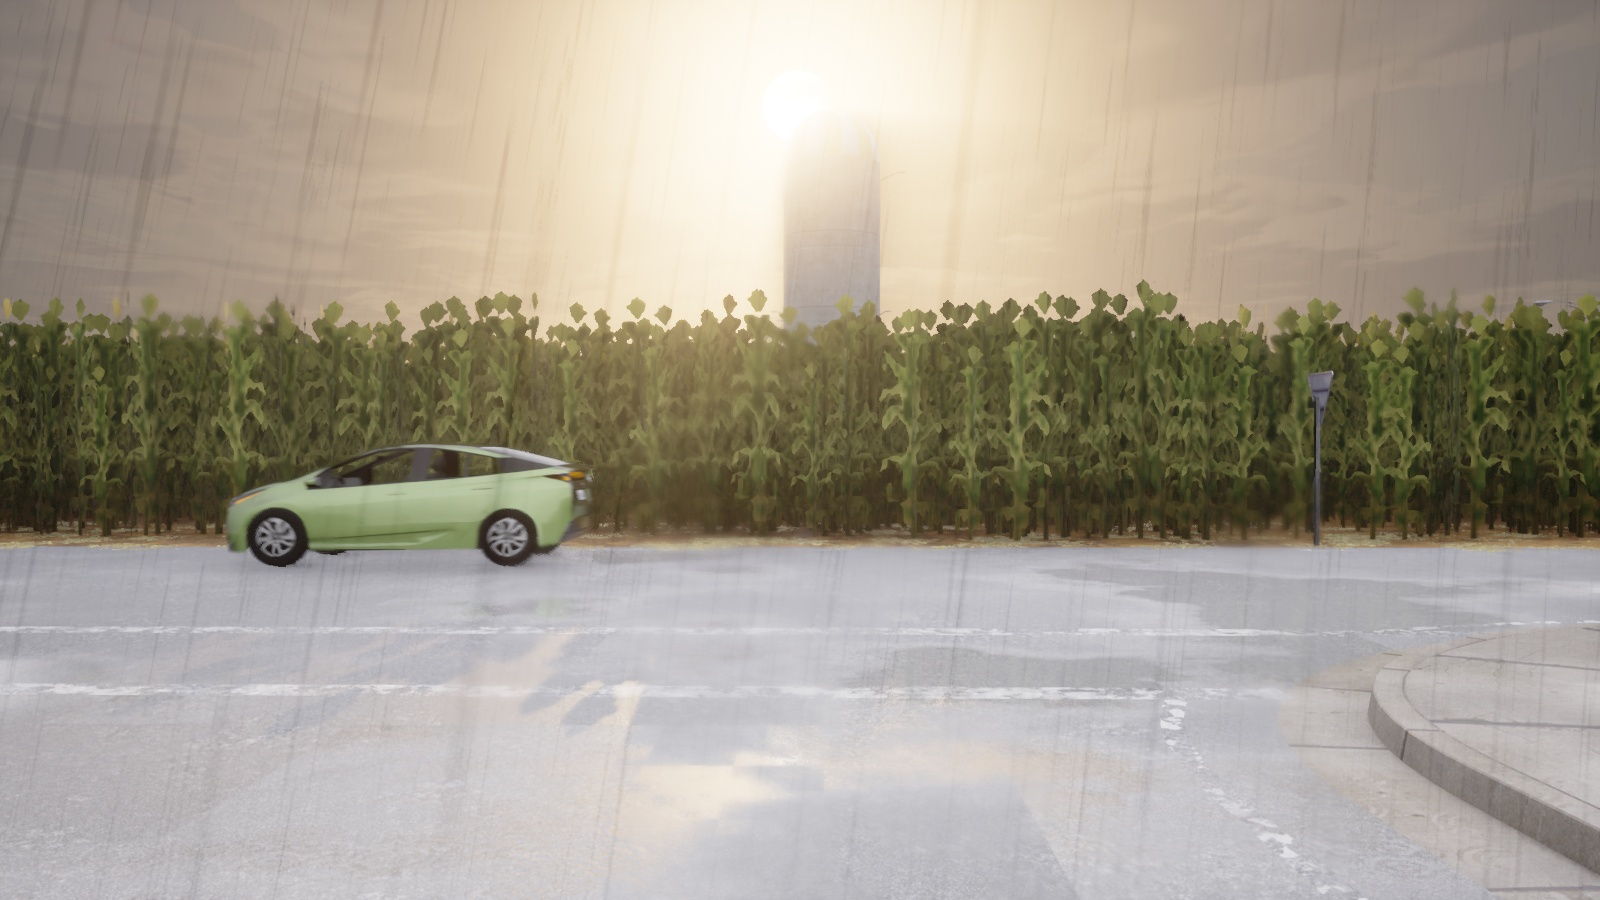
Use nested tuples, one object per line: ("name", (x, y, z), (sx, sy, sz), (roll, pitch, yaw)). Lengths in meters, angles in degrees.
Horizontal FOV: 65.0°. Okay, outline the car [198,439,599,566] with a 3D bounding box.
("car", (-5.013, 0.625, 16.153), (4.514, 1.525, 2.007), (0, 0, 1))
